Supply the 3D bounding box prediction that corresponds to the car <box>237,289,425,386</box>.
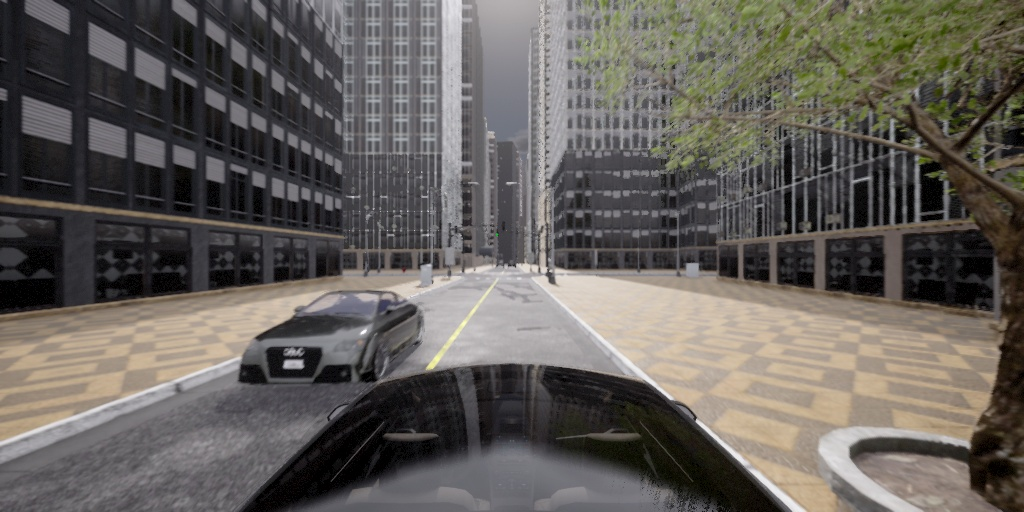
[{"bbox_3d":[-3.099,1.374,7.080,1.994,1.385,4.181,0,-1,0],"label":"car"}]
